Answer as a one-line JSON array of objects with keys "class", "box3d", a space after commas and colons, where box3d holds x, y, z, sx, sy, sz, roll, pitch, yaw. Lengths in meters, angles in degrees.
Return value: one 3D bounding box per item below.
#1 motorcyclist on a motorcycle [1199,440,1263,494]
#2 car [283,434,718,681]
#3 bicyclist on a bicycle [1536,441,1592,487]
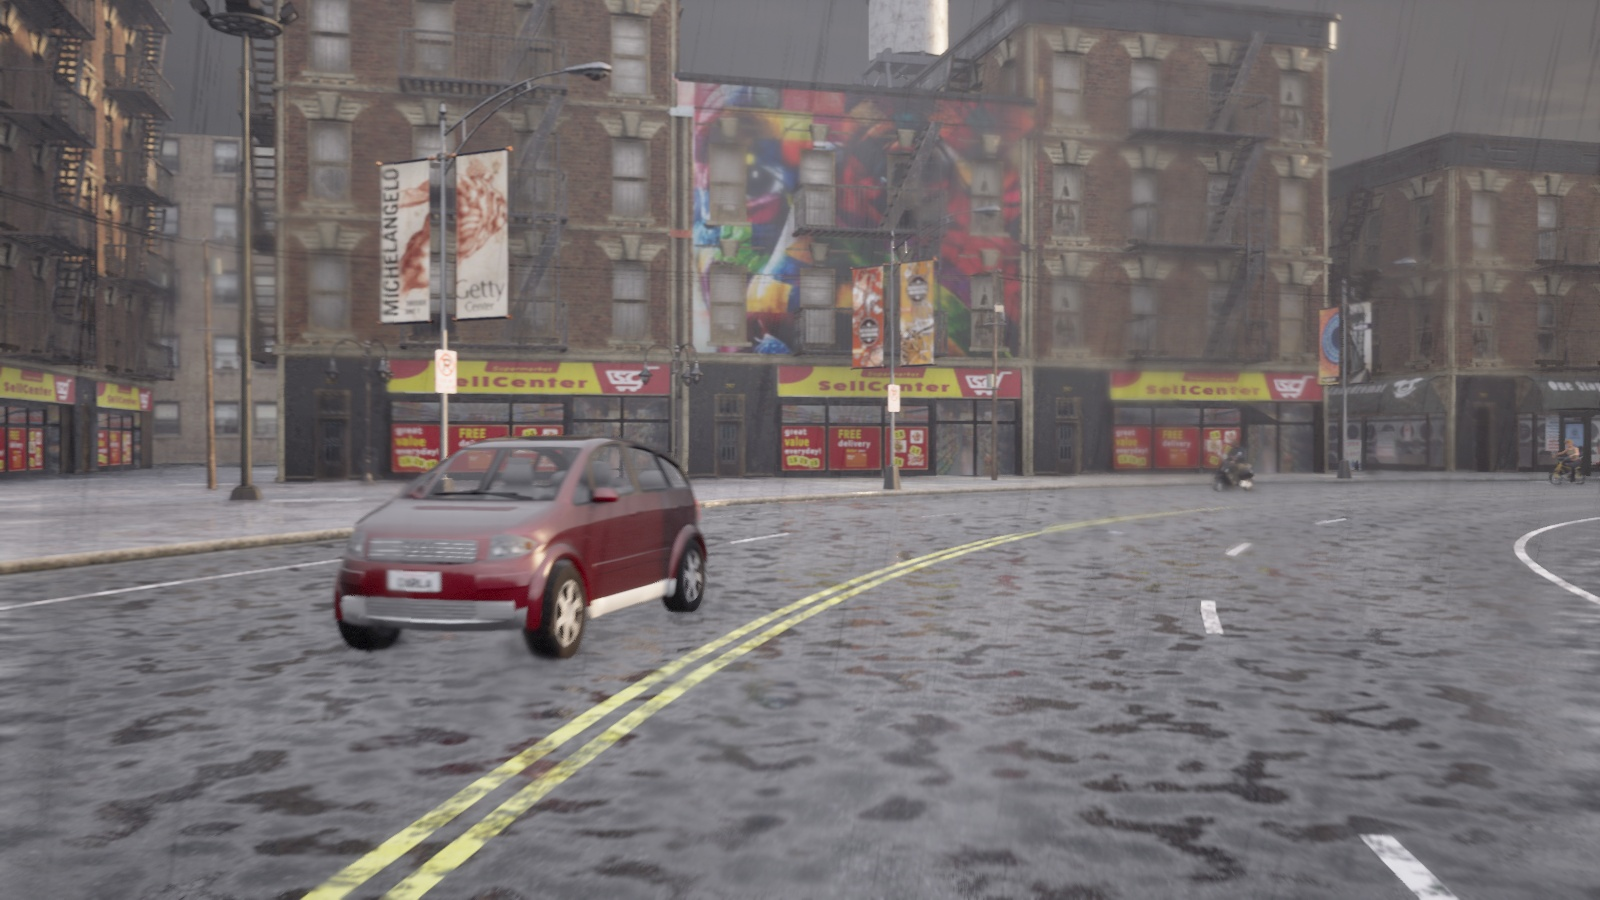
[{"class": "motorcyclist on a motorcycle", "box3d": [13.061, 0.507, 38.045, 1.817, 1.590, 0.866, 0, 1, -32]}, {"class": "car", "box3d": [-2.093, 0.666, 9.895, 1.789, 1.549, 3.705, 0, 0, 15]}, {"class": "bicyclist on a bicycle", "box3d": [26.673, 0.480, 43.853, 1.509, 1.612, 0.866, 0, 0, -15]}]
